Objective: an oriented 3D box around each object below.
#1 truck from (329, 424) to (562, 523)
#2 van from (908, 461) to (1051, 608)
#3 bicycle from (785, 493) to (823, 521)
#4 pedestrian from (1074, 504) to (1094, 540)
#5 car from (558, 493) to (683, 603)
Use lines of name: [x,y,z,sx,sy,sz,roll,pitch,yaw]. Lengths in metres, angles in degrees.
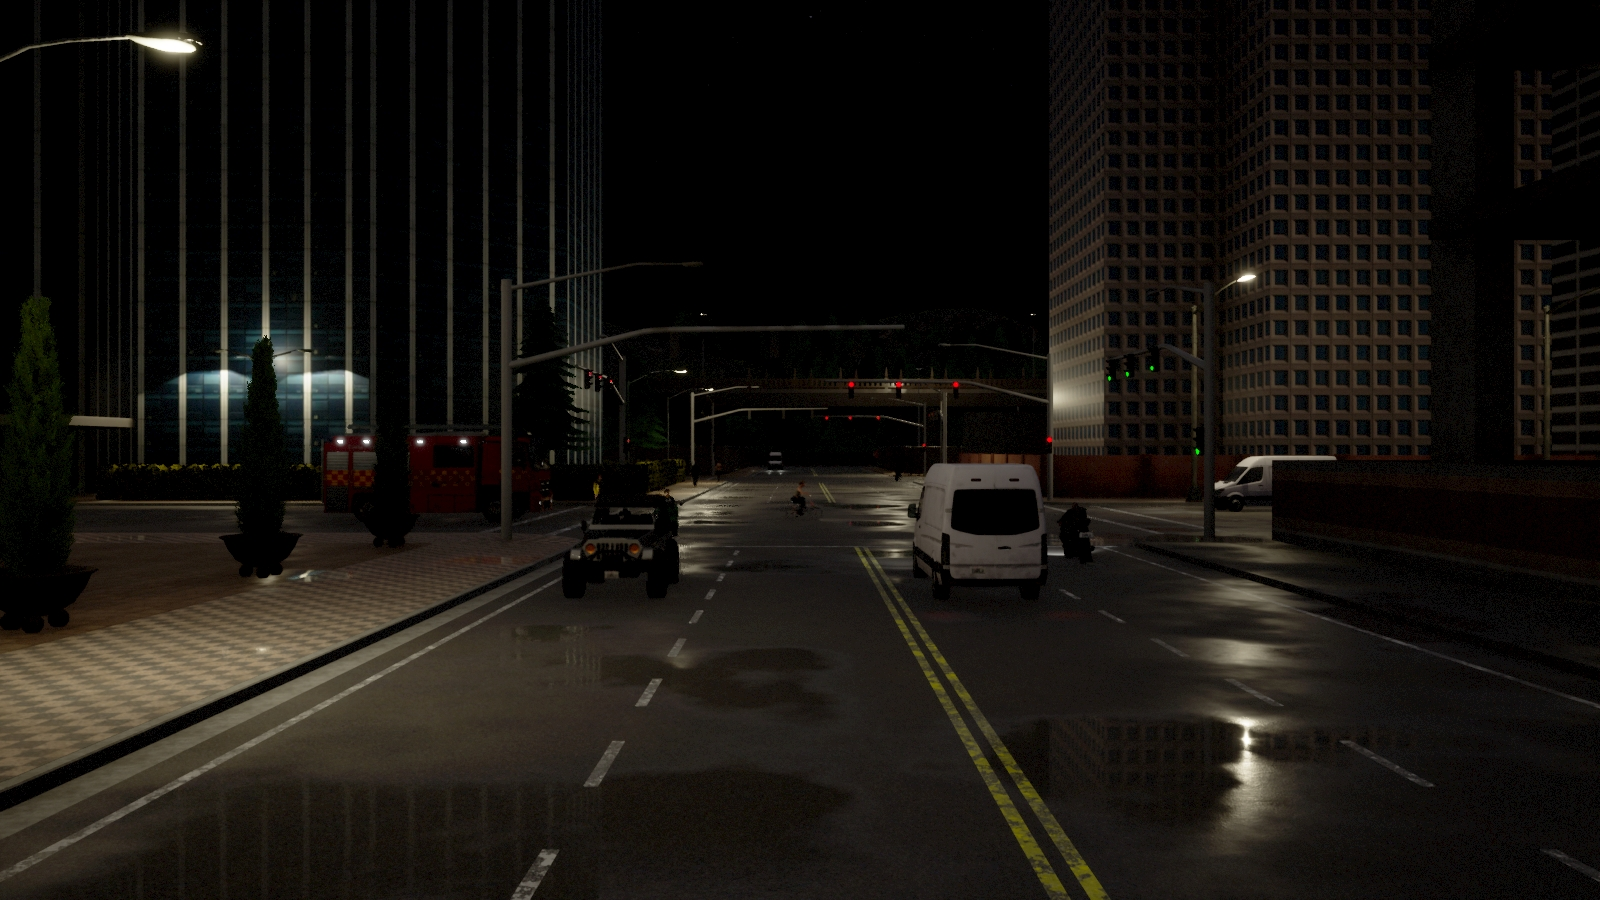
truck: [-14.085,0.907,45.854,8.468,3.827,2.891,0,0,0]
van: [3.501,1.543,23.400,1.988,2.561,5.915,0,0,0]
bicycle: [0.149,2.273,45.810,1.487,1.080,0.859,0,0,-1]
pedestrian: [8.867,2.242,35.676,0.500,1.100,0.500,0,0,0]
car: [-3.494,1.866,22.904,1.905,1.878,3.866,0,0,0]
